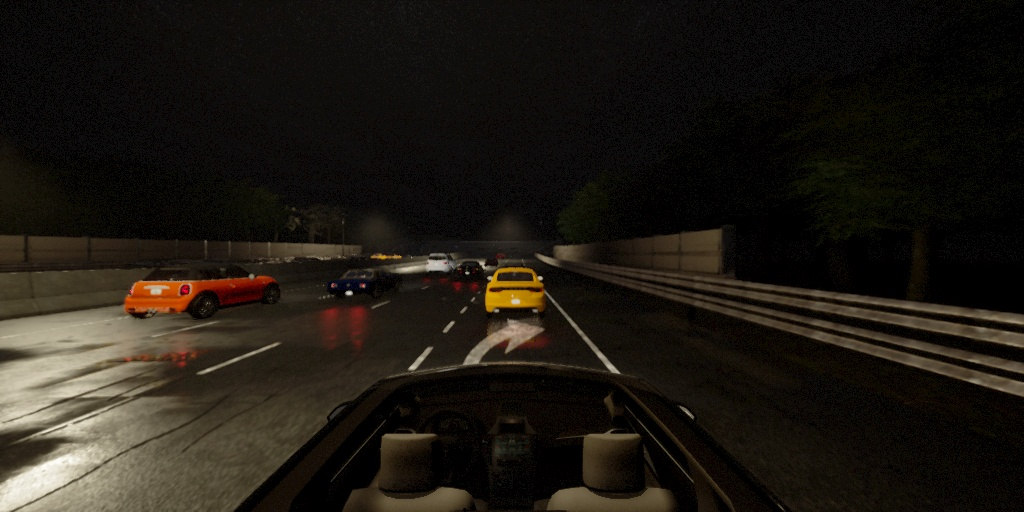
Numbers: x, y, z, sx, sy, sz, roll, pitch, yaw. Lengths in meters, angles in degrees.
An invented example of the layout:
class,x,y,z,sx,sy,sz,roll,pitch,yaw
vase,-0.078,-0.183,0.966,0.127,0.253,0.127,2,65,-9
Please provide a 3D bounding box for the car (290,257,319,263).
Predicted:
class,x,y,z,sx,sy,sz,roll,pitch,yaw
car,-20.960,0.932,35.639,2.097,1.767,4.553,0,0,1

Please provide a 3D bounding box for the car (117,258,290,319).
class,x,y,z,sx,sy,sz,roll,pitch,yaw
car,-10.386,1.048,12.597,2.097,1.767,4.553,0,0,0

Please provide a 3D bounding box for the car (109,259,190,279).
class,x,y,z,sx,sy,sz,roll,pitch,yaw
car,-31.490,1.093,31.413,2.128,1.511,4.902,0,0,1

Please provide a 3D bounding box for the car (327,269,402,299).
class,x,y,z,sx,sy,sz,roll,pitch,yaw
car,-6.873,1.274,17.357,1.895,1.301,4.718,0,0,0

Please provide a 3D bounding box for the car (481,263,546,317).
class,x,y,z,sx,sy,sz,roll,pitch,yaw
car,0.116,1.172,13.002,1.882,1.535,5.008,0,0,0

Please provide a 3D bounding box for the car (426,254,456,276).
class,x,y,z,sx,sy,sz,roll,pitch,yaw
car,-6.784,0.808,34.866,2.150,2.045,5.566,0,0,0

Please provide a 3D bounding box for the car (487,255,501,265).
class,x,y,z,sx,sy,sz,roll,pitch,yaw
car,-3.191,0.902,56.349,1.994,1.385,4.181,0,1,1

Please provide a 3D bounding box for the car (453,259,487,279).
class,x,y,z,sx,sy,sz,roll,pitch,yaw
car,-3.417,1.138,29.814,1.812,1.442,4.674,0,0,0
